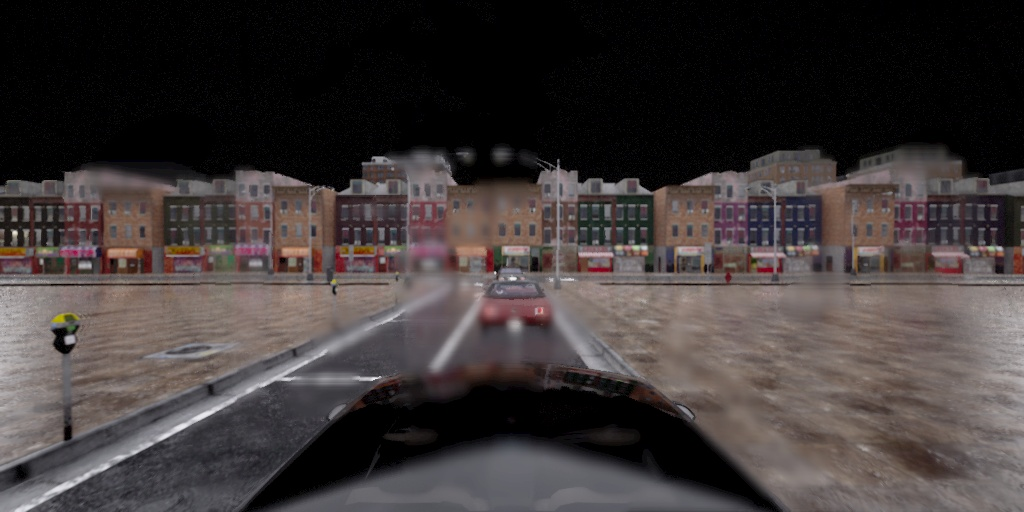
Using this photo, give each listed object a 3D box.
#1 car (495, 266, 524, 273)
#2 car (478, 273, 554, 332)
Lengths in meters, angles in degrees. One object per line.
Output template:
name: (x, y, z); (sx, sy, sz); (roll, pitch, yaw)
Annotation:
car: (-0.143, 1.365, 23.049); (2.033, 1.411, 5.357); (0, 0, -3)
car: (0.091, 1.379, 10.886); (1.895, 1.301, 4.718); (0, 0, 0)
